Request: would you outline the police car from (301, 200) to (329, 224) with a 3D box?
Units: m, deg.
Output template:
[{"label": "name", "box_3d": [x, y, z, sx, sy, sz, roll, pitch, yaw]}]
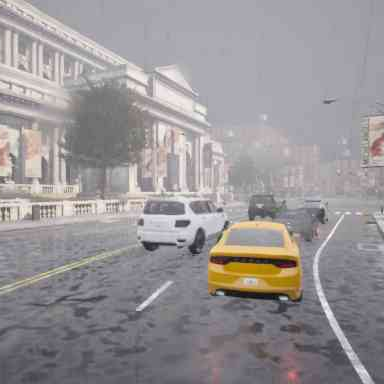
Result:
[{"label": "police car", "box_3d": [9.169, 1.425, 25.099, 1.930, 1.638, 5.238, 0, 0, 27]}]

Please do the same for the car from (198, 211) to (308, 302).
[{"label": "car", "box_3d": [1.700, 1.478, 8.446, 1.882, 1.535, 5.008, 0, 0, 15]}]

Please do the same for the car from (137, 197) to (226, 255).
[{"label": "car", "box_3d": [-0.119, 1.221, 13.672, 2.150, 2.045, 5.566, 0, 0, 22]}]

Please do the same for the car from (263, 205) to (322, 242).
[{"label": "car", "box_3d": [5.162, 1.564, 16.744, 1.994, 1.385, 4.181, 0, 0, 26]}]

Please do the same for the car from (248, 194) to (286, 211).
[{"label": "car", "box_3d": [6.152, 1.216, 26.671, 2.150, 2.045, 5.566, 0, -1, 27]}]
